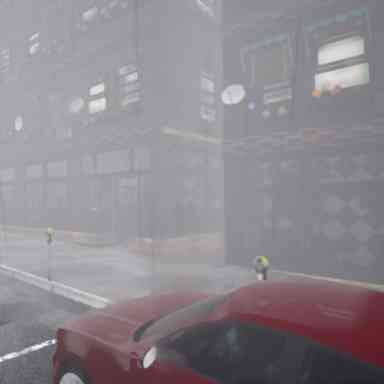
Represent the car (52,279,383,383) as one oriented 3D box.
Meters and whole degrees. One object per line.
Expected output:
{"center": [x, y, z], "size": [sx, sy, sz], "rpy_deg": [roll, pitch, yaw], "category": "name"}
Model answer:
{"center": [0.786, 1.505, 2.683], "size": [5.008, 1.535, 1.882], "rpy_deg": [0, 0, 39], "category": "car"}
